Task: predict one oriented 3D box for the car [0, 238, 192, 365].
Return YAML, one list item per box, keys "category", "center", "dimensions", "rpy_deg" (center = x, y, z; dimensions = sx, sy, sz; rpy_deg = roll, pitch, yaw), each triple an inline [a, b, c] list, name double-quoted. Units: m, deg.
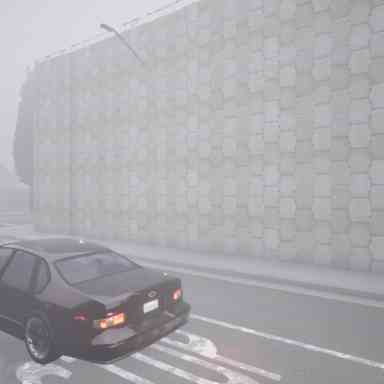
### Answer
- category: "car"
  center: [-2.592, 1.547, 5.825]
  dimensions: [5.357, 1.411, 2.033]
  rpy_deg: [0, 0, 35]
